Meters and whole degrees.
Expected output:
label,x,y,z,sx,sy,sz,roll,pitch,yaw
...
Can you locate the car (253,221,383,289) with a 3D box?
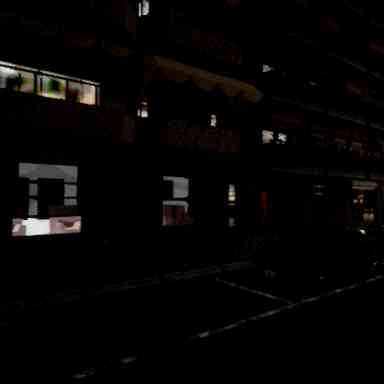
label,x,y,z,sx,sy,sz,roll,pitch,yaw
car,3.640,1.612,9.359,4.313,1.339,1.947,0,1,-37
